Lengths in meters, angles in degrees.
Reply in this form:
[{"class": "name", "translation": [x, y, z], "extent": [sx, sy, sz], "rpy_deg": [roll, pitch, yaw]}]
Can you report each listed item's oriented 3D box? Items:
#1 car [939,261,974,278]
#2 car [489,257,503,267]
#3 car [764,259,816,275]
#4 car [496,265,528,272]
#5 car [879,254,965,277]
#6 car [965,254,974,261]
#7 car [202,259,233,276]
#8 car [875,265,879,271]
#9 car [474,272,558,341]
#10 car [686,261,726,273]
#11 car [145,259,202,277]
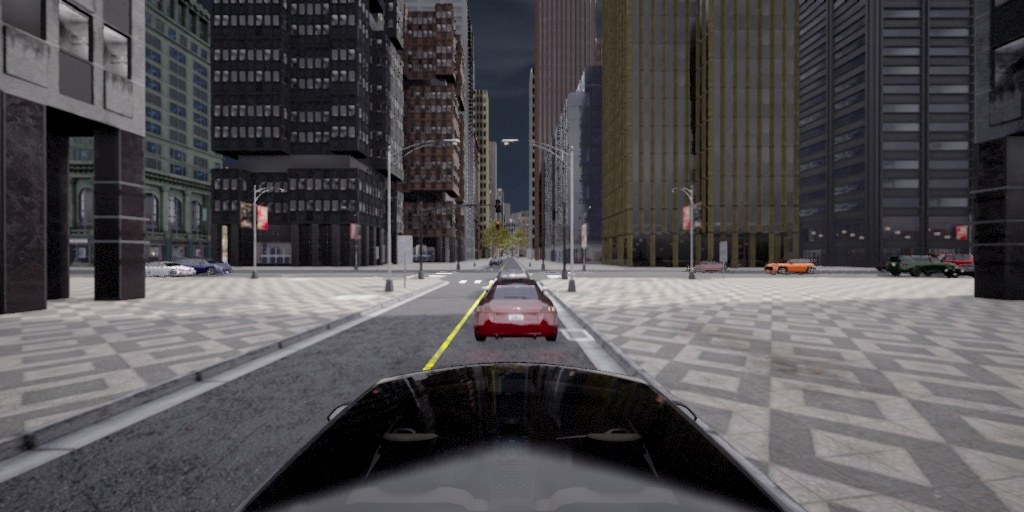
[{"class": "car", "translation": [42.253, 1.373, 32.369], "extent": [4.718, 1.301, 1.895], "rpy_deg": [0, 0, 1]}, {"class": "car", "translation": [-3.062, 1.217, 63.714], "extent": [2.033, 1.411, 5.357], "rpy_deg": [0, 0, 0]}, {"class": "car", "translation": [30.146, 1.088, 39.060], "extent": [4.553, 1.767, 2.097], "rpy_deg": [0, 0, 0]}, {"class": "car", "translation": [0.060, 1.329, 18.621], "extent": [1.895, 1.301, 4.718], "rpy_deg": [0, 0, -1]}, {"class": "car", "translation": [40.655, 0.981, 35.635], "extent": [5.566, 2.045, 2.150], "rpy_deg": [0, 0, 0]}, {"class": "car", "translation": [46.738, 0.789, 38.903], "extent": [5.566, 2.045, 2.150], "rpy_deg": [0, 0, 0]}, {"class": "car", "translation": [-30.697, 1.045, 35.853], "extent": [4.553, 1.767, 2.097], "rpy_deg": [0, 0, 0]}, {"class": "car", "translation": [45.908, 1.348, 42.167], "extent": [4.718, 1.301, 1.895], "rpy_deg": [0, 0, 0]}, {"class": "car", "translation": [0.095, 1.304, 9.805], "extent": [1.994, 1.385, 4.181], "rpy_deg": [0, 0, 0]}, {"class": "car", "translation": [22.882, 1.278, 42.342], "extent": [4.181, 1.385, 1.994], "rpy_deg": [0, 0, 0]}, {"class": "car", "translation": [-31.551, 1.228, 32.606], "extent": [4.674, 1.442, 1.812], "rpy_deg": [0, 0, 0]}]
